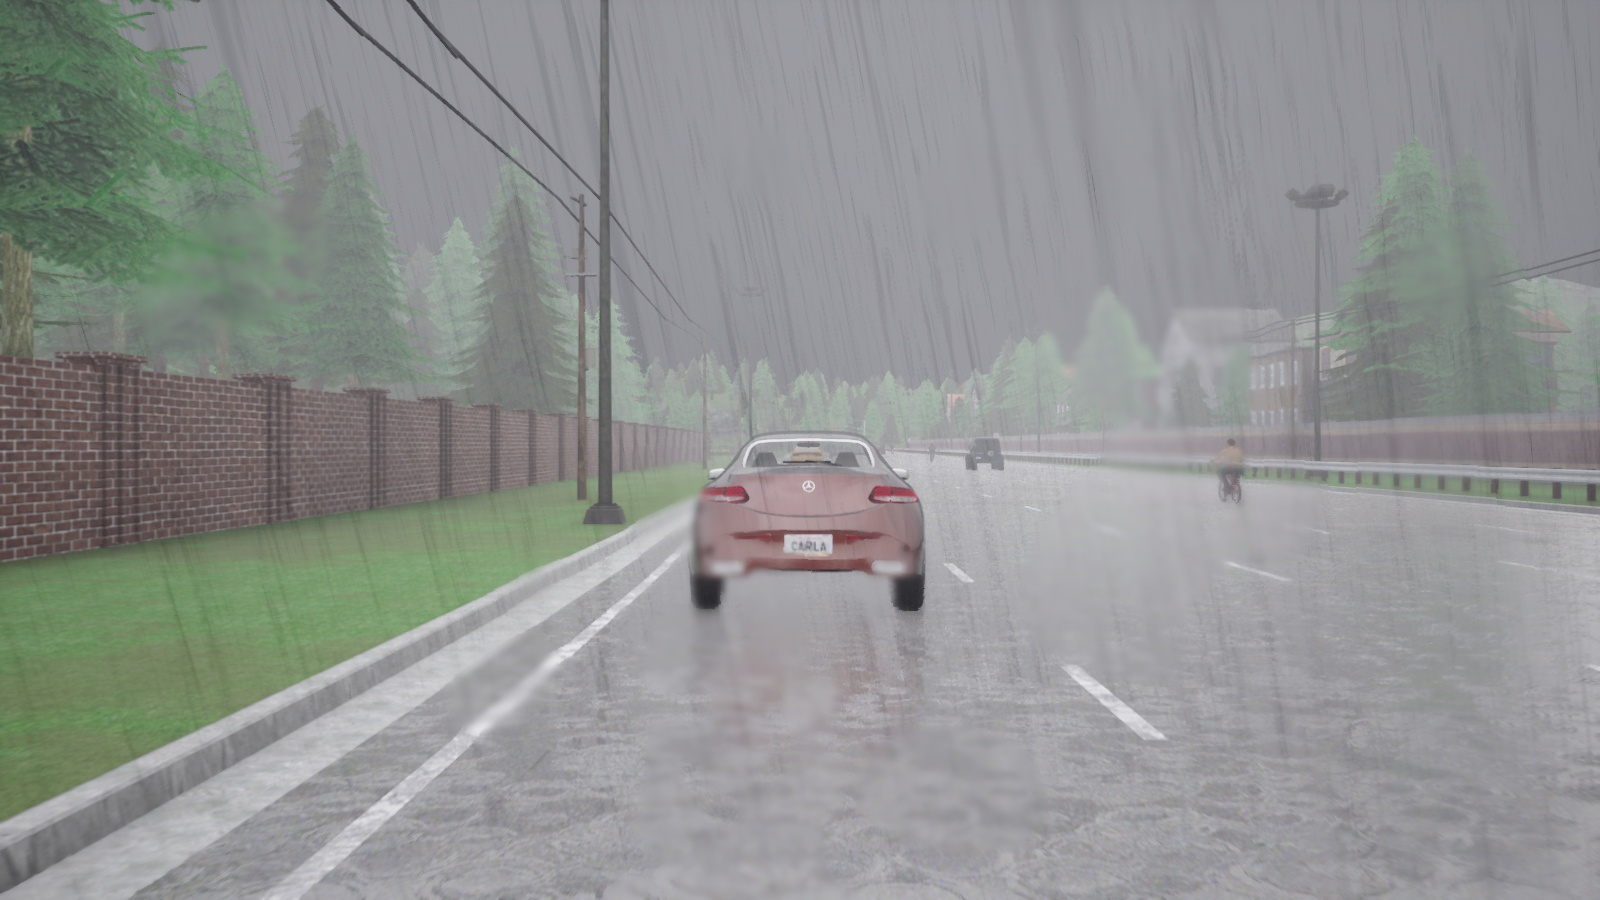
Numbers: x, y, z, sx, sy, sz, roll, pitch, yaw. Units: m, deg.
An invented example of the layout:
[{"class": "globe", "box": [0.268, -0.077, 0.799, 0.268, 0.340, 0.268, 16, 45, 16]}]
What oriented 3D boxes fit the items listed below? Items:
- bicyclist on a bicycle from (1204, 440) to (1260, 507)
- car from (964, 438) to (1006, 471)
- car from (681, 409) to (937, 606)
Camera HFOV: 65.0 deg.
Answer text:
[{"class": "bicyclist on a bicycle", "box": [10.693, 0.567, 31.118, 0.866, 1.612, 1.509, 0, -1, 0]}, {"class": "car", "box": [10.933, 0.251, 74.500, 1.905, 1.878, 3.866, 0, 0, 0]}, {"class": "car", "box": [0.088, 0.473, 13.048, 2.152, 1.651, 5.027, 0, 0, 0]}]
